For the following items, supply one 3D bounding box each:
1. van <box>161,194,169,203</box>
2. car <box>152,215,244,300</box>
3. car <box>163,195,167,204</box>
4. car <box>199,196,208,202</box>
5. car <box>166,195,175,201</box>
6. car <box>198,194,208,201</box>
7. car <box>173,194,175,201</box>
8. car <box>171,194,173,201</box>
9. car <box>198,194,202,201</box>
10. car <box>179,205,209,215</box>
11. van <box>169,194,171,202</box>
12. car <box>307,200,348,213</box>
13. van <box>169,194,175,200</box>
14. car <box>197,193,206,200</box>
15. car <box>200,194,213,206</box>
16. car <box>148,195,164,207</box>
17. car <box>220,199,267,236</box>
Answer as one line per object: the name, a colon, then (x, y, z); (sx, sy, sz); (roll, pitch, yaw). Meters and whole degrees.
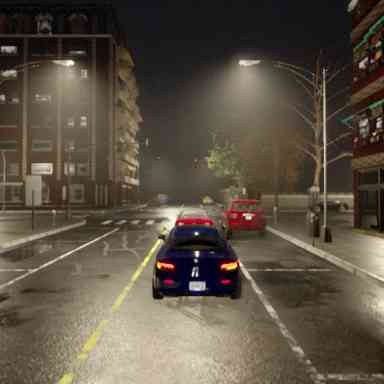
van: (-5.684, 1.358, 61.785); (1.690, 1.788, 3.998); (1, 0, 0)
car: (0.100, 1.525, 8.281); (1.812, 1.442, 4.674); (0, 0, 0)
car: (-5.687, 1.596, 56.246); (1.802, 1.307, 4.206); (1, 0, 0)
car: (2.689, 1.593, 78.395); (1.947, 1.339, 4.313); (1, 0, 0)
car: (-5.693, 1.587, 89.479); (2.008, 1.369, 4.403); (1, 0, 0)
car: (2.692, 1.347, 83.933); (2.192, 1.841, 5.009); (1, 0, 0)
car: (-5.691, 1.578, 78.401); (2.008, 1.369, 4.403); (1, 0, 0)
car: (-5.690, 1.605, 72.863); (1.802, 1.307, 4.206); (1, 0, 0)
car: (2.690, 1.574, 72.856); (2.008, 1.369, 4.403); (1, 0, 0)
car: (0.097, 1.601, 18.024); (1.895, 1.301, 4.718); (0, 0, 0)
van: (-5.685, 1.361, 67.324); (1.690, 1.788, 3.998); (1, 0, 0)
car: (15.206, 1.594, 37.247); (4.313, 1.339, 1.947); (0, -1, 1)
van: (-5.690, 1.382, 95.017); (1.690, 1.788, 3.998); (1, 0, 0)
car: (2.690, 1.356, 95.008); (2.192, 1.841, 5.009); (1, 0, 0)
car: (2.693, 1.539, 56.412); (1.752, 1.417, 4.829); (1, 0, 0)
car: (-5.686, 1.593, 50.709); (1.802, 1.307, 4.206); (1, 0, 0)
car: (2.705, 1.316, 18.212); (2.192, 1.841, 5.009); (1, 0, 0)
